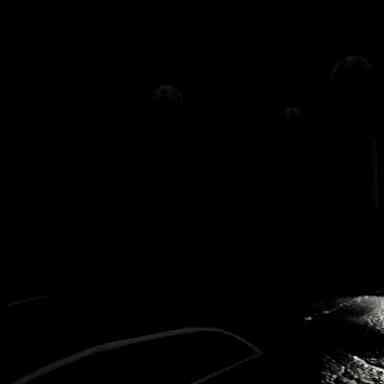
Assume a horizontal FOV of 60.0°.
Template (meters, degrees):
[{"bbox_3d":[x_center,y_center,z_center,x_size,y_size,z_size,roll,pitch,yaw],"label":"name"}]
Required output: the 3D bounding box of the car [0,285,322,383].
[{"bbox_3d":[-1.080,1.554,2.207,4.902,1.511,2.128,1,-2,-37],"label":"car"}]
